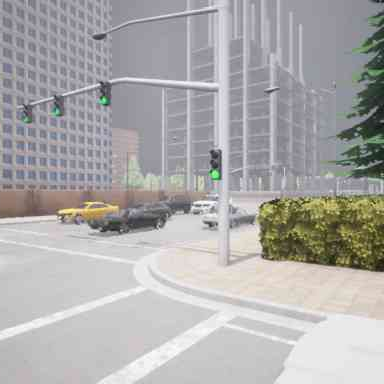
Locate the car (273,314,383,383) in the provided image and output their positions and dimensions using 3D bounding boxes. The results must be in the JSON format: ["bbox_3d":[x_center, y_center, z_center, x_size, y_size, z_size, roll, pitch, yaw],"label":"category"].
[{"bbox_3d":[2.861,1.601,1.926,4.718,1.301,1.895,0,0,36],"label":"car"}]

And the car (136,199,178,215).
[{"bbox_3d":[-3.561,1.560,25.850,1.837,1.490,4.892,0,0,35],"label":"car"}]

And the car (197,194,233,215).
[{"bbox_3d":[2.165,1.277,33.860,2.150,2.045,5.566,0,0,36],"label":"car"}]

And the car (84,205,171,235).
[{"bbox_3d":[-3.592,1.656,19.432,1.895,1.301,4.718,0,0,35],"label":"car"}]

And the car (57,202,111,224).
[{"bbox_3d":[-7.950,1.533,25.723,1.882,1.535,5.008,0,0,35],"label":"car"}]

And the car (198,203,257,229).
[{"bbox_3d":[2.674,1.656,22.199,1.895,1.301,4.718,0,0,35],"label":"car"}]

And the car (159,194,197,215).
[{"bbox_3d":[-2.180,1.277,33.812,2.150,2.045,5.566,0,0,35],"label":"car"}]
